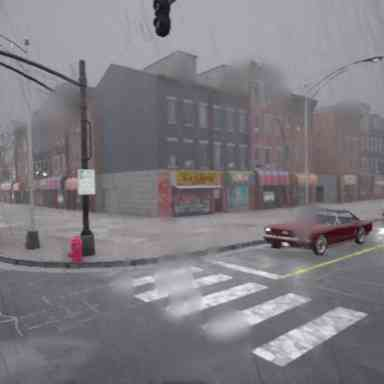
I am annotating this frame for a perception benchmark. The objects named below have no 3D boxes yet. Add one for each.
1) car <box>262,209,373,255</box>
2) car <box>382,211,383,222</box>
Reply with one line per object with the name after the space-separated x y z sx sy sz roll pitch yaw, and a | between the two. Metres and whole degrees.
4.677 1.319 12.130 4.718 1.301 1.895 -2 1 -40 | car
12.366 0.989 18.598 4.892 1.490 1.837 -2 1 -40 | car
